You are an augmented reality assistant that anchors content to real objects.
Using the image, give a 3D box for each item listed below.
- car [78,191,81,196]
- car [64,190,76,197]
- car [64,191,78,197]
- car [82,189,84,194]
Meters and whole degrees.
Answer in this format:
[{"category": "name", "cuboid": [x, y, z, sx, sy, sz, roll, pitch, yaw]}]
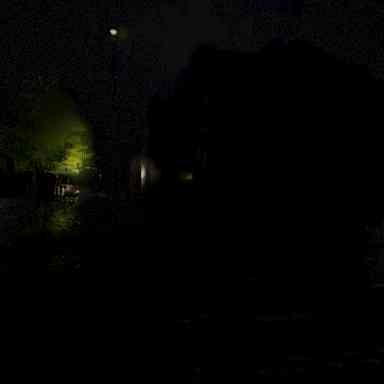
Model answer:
[{"category": "car", "cuboid": [-29.087, 0.350, 81.708, 2.008, 1.369, 4.403, 3, 0, -12]}, {"category": "car", "cuboid": [-28.084, 0.386, 76.645, 1.752, 1.417, 4.829, 3, 0, -12]}, {"category": "car", "cuboid": [-27.659, 0.436, 74.717, 2.008, 1.369, 4.403, 3, 0, -12]}, {"category": "car", "cuboid": [-30.199, 0.301, 87.043, 1.947, 1.339, 4.313, 3, 0, -12]}]
